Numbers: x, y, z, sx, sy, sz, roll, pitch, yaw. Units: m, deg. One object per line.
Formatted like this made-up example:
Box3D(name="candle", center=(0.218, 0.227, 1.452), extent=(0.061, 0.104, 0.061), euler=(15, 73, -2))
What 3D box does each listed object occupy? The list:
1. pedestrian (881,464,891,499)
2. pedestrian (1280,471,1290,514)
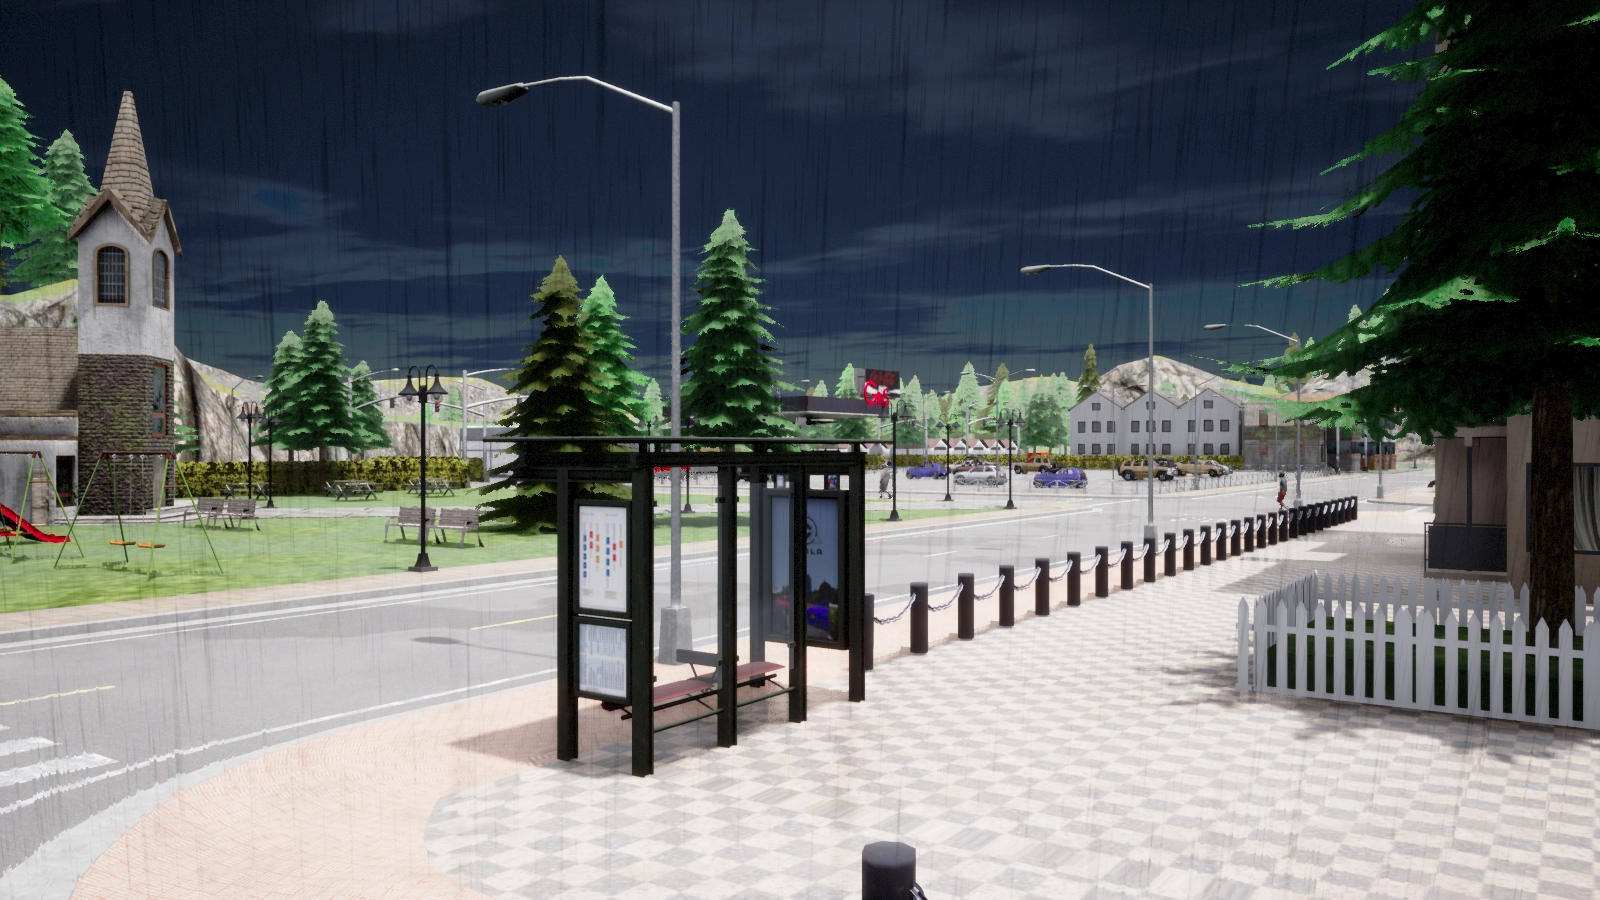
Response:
Box3D(name="pedestrian", center=(4.590, 1.672, 61.120), extent=(0.375, 1.860, 0.375), euler=(0, 0, 39))
Box3D(name="pedestrian", center=(20.845, 1.821, 49.114), extent=(0.375, 1.860, 0.375), euler=(0, 0, 20))
